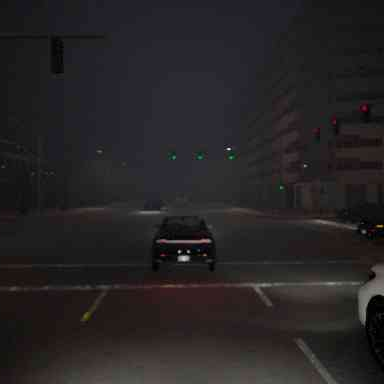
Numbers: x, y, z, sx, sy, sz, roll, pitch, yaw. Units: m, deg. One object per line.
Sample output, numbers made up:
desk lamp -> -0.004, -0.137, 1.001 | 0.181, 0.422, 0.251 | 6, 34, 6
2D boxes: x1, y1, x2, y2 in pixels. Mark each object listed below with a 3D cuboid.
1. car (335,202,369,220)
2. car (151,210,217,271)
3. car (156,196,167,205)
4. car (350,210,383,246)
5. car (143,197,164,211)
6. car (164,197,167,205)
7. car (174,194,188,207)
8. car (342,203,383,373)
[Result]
car -> 13.900, 1.597, 26.426 | 4.892, 1.490, 1.837 | 0, 0, -2
car -> -0.281, 1.542, 11.048 | 2.128, 1.511, 4.902 | 0, -1, -2
car -> -5.656, 1.642, 62.438 | 1.882, 1.535, 5.008 | 0, 0, -2
car -> 10.065, 1.600, 15.586 | 4.674, 1.442, 1.812 | 0, -1, -12
car -> -5.032, 1.678, 42.303 | 1.994, 1.385, 4.181 | 0, 0, -2
car -> -5.360, 1.664, 52.129 | 1.812, 1.442, 4.674 | 0, 0, -2
car -> -1.823, 1.362, 55.882 | 2.150, 2.045, 5.566 | 0, 0, -2
car -> 3.393, 1.222, 2.295 | 2.150, 2.045, 5.566 | 0, 0, 0
